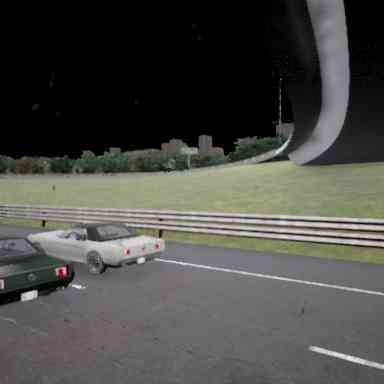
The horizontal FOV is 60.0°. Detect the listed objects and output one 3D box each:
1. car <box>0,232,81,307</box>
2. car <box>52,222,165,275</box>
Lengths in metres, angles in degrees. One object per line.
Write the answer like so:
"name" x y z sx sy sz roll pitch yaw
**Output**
"car" -4.793 1.623 7.402 4.718 1.301 1.895 0 0 35
"car" -3.223 1.625 10.580 4.718 1.301 1.895 0 0 35
